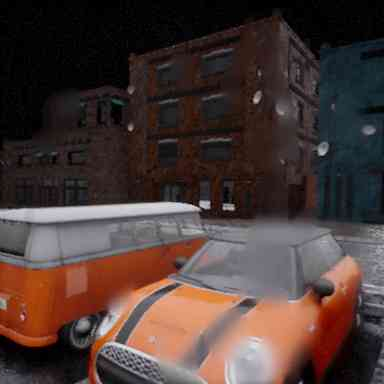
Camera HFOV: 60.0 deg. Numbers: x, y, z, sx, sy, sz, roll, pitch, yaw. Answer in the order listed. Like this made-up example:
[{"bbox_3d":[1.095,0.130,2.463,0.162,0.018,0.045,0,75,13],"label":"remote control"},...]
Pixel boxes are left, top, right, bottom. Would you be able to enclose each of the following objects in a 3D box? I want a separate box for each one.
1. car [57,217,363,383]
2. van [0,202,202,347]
[{"bbox_3d":[0.883,1.340,4.555,2.185,1.767,4.553,1,0,35],"label":"car"},{"bbox_3d":[-1.282,1.217,6.204,1.878,1.987,4.442,1,0,35],"label":"van"}]
